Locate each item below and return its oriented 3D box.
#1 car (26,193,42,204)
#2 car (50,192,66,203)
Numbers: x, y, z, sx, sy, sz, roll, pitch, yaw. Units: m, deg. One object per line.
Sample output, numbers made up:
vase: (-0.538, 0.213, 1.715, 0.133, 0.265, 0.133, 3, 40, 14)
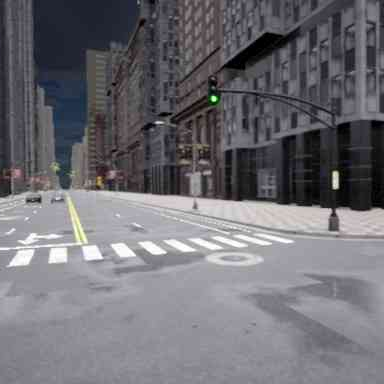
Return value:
car: (-23.264, 0.854, 49.065, 1.882, 1.535, 5.008, -1, 1, -21)
car: (-20.227, 0.816, 50.223, 2.128, 1.511, 4.902, -1, 1, -21)
